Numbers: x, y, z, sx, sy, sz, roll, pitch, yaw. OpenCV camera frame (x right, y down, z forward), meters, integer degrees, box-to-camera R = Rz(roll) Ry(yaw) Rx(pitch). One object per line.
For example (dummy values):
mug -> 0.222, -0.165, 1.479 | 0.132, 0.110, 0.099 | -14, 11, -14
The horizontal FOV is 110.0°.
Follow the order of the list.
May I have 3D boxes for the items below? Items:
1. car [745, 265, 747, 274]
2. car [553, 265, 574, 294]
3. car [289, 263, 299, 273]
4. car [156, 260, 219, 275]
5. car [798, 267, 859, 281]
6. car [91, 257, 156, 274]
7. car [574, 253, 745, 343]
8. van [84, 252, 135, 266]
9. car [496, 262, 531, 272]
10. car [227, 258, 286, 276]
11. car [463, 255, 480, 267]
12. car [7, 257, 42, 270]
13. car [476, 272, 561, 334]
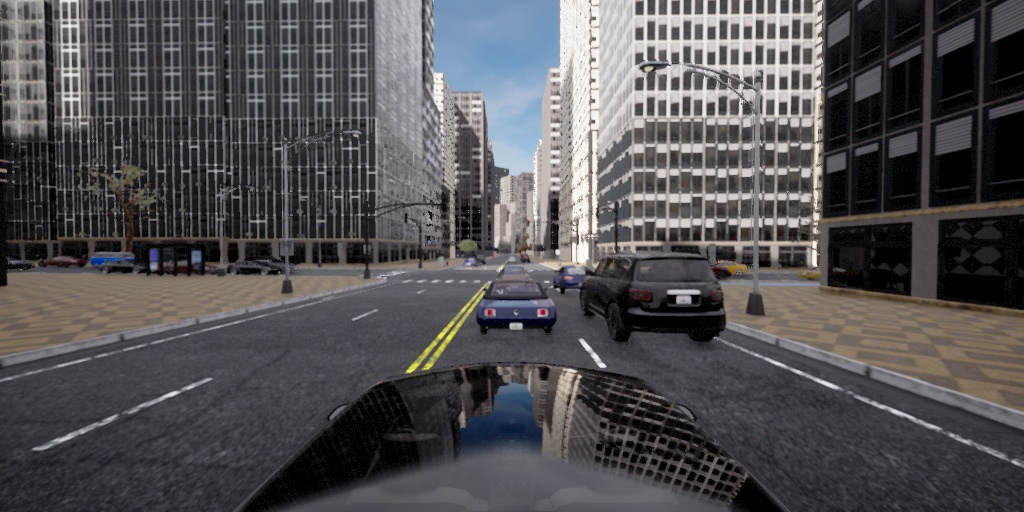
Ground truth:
car -> 21.364, 1.253, 36.897 | 5.008, 1.535, 1.882 | 0, 1, 1
car -> 3.347, 1.201, 19.458 | 1.812, 1.442, 4.674 | 0, 0, 0
car -> -23.078, 0.965, 34.438 | 4.674, 1.442, 1.812 | 1, 1, 1
car -> -28.422, 1.026, 31.859 | 4.207, 1.307, 1.802 | 0, 0, 1
car -> 27.635, 1.470, 31.017 | 4.829, 1.417, 1.751 | 0, 0, 1
car -> -34.103, 0.957, 32.030 | 4.313, 1.339, 1.948 | 0, 0, 1
car -> 3.350, 0.939, 9.699 | 2.150, 2.045, 5.566 | 0, 0, 0
van -> -45.296, 0.461, 40.687 | 3.998, 1.789, 1.690 | 0, 0, 1
car -> 0.098, 1.239, 19.467 | 1.994, 1.385, 4.181 | 0, 0, 0
car -> -22.738, 1.063, 31.727 | 4.313, 1.339, 1.948 | 0, 0, 1
car -> -6.581, 1.032, 56.674 | 1.812, 1.442, 4.674 | 0, 0, 0
car -> -50.145, 0.737, 35.044 | 5.357, 1.411, 2.033 | 1, 1, 2
car -> 0.101, 1.315, 10.436 | 1.895, 1.301, 4.718 | 0, 0, 0
